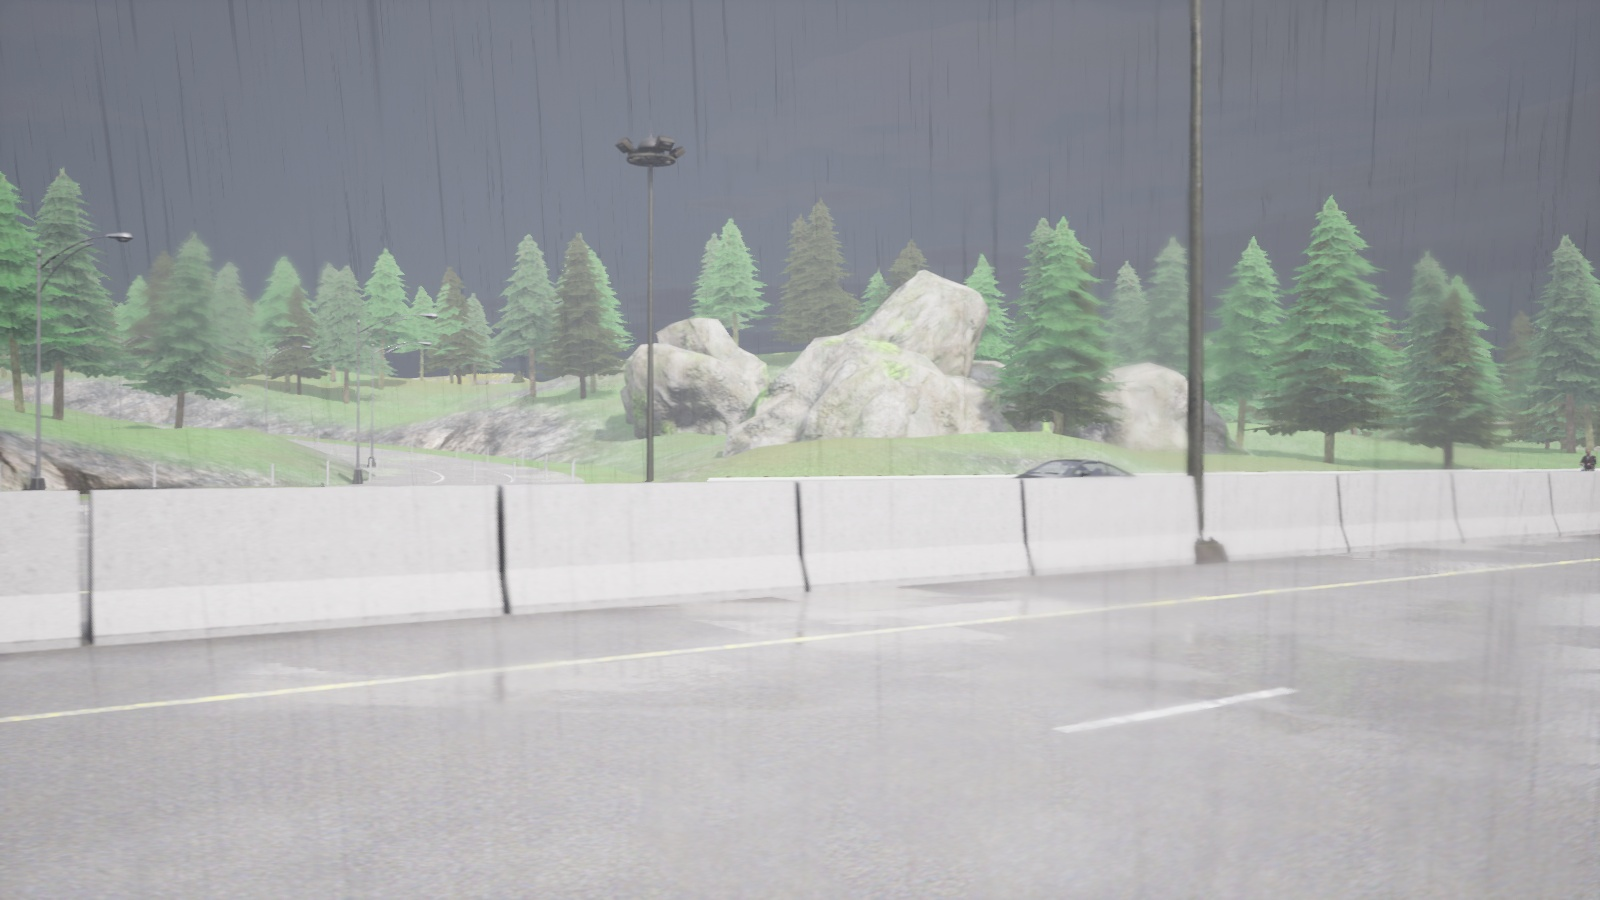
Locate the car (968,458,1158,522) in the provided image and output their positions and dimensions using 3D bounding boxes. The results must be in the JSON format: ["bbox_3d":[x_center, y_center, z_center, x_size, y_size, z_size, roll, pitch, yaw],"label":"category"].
[{"bbox_3d":[6.160,0.882,29.269,4.181,1.385,1.994,0,0,-35],"label":"car"}]
